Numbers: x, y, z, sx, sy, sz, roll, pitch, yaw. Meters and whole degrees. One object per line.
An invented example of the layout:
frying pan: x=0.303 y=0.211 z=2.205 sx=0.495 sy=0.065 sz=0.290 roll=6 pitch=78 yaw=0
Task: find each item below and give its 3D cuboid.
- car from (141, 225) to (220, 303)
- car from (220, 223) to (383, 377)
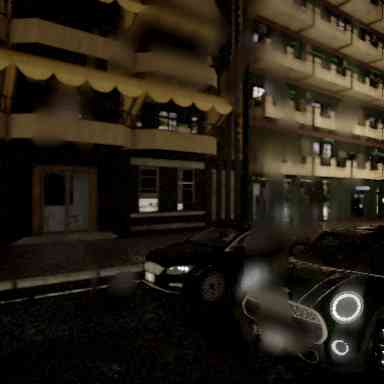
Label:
car: x=1.110 y=1.569 z=8.468 sx=4.902 sy=1.511 sz=2.128 roll=1 pitch=-1 yaw=-35
car: x=2.955 y=1.429 z=5.791 sx=4.553 sy=1.767 sz=2.097 roll=1 pitch=-1 yaw=-35
